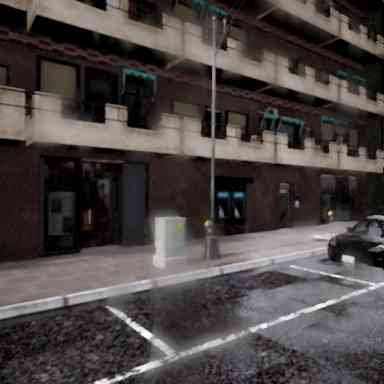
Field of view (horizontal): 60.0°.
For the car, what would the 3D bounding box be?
[{"bbox_3d":[6.053,1.432,10.326,4.313,1.339,1.947,-1,2,-35],"label":"car"}]
